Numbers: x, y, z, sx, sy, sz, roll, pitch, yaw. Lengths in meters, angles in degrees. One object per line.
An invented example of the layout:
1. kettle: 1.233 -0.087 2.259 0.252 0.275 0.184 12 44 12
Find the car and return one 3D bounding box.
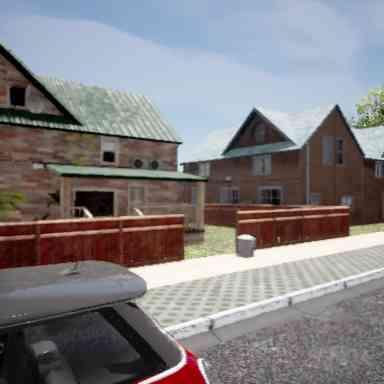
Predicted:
1. car: -2.009 1.354 1.639 4.553 1.767 2.097 0 0 -35
